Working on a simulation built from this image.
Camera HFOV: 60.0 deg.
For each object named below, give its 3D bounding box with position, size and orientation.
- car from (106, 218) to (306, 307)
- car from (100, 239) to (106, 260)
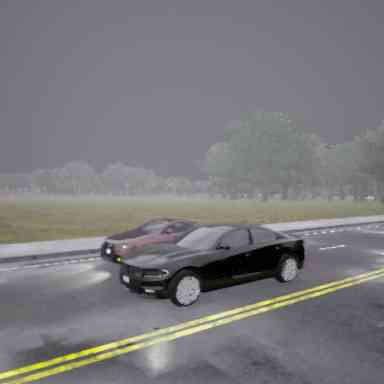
[{"bbox_3d":[0.702,1.494,8.184,5.008,1.535,1.882,0,0,-36],"label":"car"},{"bbox_3d":[-0.855,1.581,11.065,4.181,1.385,1.994,0,0,-36],"label":"car"}]
